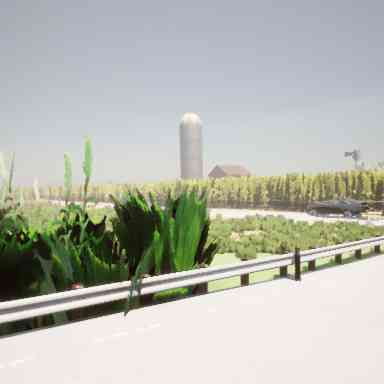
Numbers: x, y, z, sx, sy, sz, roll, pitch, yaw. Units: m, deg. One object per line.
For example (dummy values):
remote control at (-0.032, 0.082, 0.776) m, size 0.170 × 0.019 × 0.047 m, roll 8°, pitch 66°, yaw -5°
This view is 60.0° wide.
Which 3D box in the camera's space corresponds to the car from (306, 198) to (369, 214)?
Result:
car at (11.897, 1.273, 27.486) m, size 2.128 × 1.511 × 4.902 m, roll -2°, pitch 1°, yaw -42°
